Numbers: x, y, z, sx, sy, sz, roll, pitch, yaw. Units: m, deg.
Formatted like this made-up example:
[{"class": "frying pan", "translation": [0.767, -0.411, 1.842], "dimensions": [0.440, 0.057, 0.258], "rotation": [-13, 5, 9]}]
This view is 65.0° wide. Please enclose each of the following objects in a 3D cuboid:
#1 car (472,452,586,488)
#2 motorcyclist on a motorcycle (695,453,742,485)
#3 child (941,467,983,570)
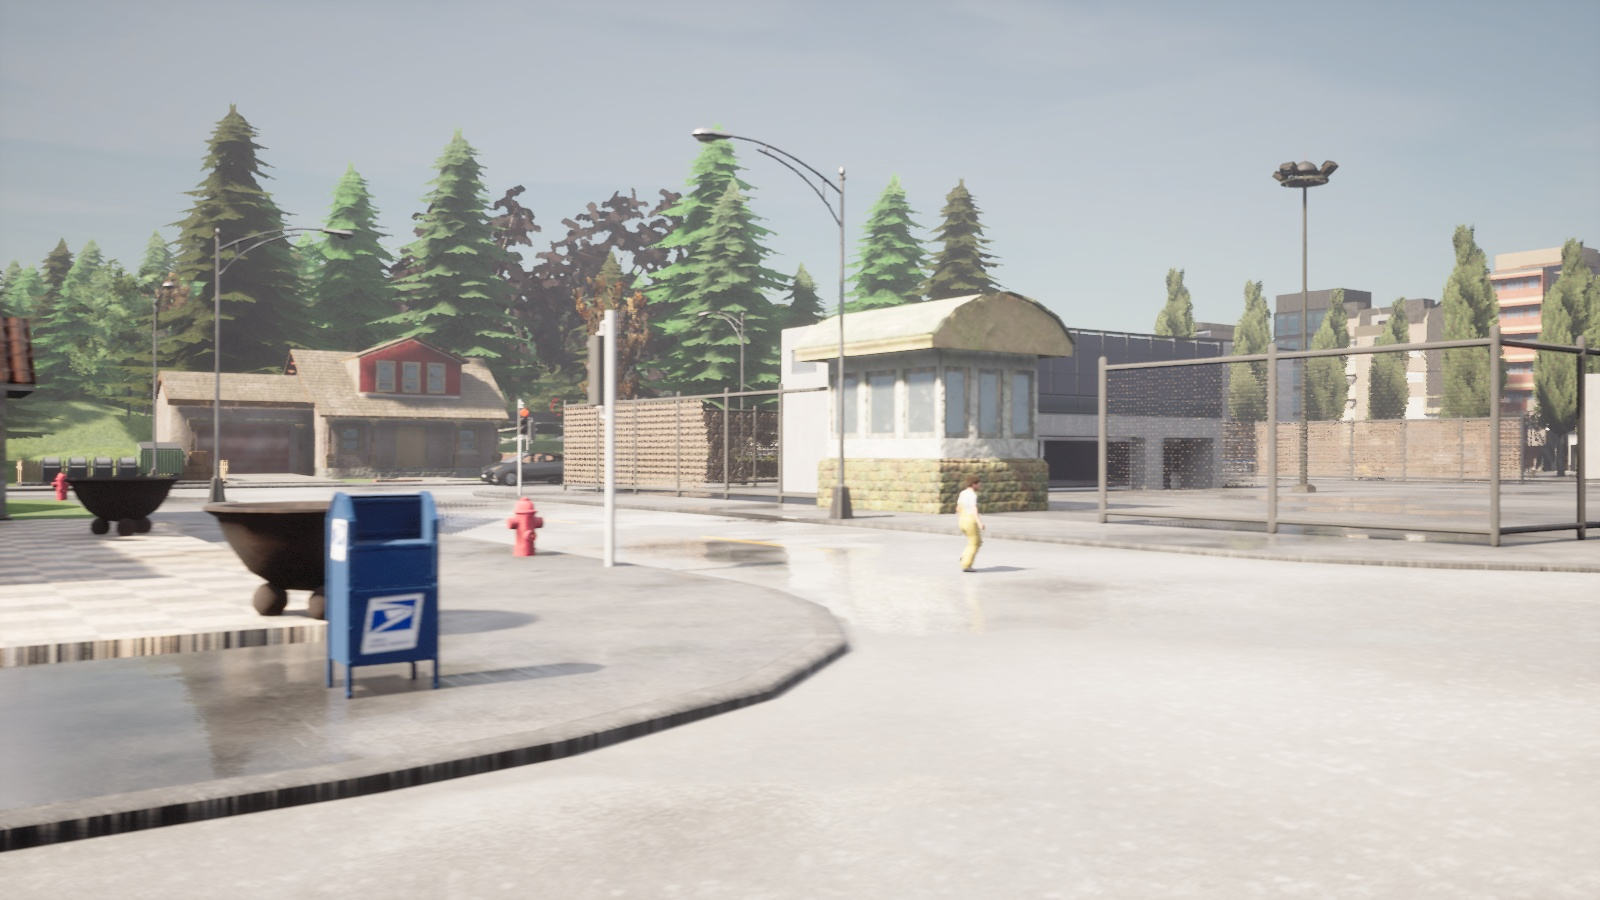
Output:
[{"class": "car", "translation": [-12.054, 0.854, 55.953], "dimensions": [4.514, 1.525, 2.007], "rotation": [0, 0, -35]}, {"class": "motorcyclist on a motorcycle", "translation": [-3.998, 0.939, 61.561], "dimensions": [2.191, 1.530, 0.866], "rotation": [0, 0, -35]}, {"class": "child", "translation": [2.015, 0.848, 15.618], "dimensions": [0.437, 1.263, 0.270], "rotation": [0, 0, -16]}]
